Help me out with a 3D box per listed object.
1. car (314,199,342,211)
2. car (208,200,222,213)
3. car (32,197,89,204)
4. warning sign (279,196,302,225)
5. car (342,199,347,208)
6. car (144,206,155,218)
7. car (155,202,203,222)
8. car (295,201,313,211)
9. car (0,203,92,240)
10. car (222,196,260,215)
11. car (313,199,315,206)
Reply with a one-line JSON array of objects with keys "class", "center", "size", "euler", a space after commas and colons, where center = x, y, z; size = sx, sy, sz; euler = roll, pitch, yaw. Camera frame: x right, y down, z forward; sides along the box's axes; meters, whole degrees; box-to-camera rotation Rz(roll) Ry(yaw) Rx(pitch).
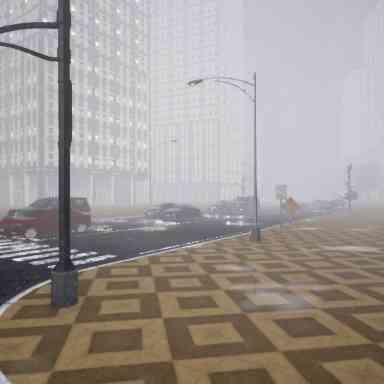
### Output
[{"class": "car", "center": [18.802, 1.852, 45.893], "size": [2.033, 1.411, 5.357], "euler": [0, 0, 31]}, {"class": "car", "center": [3.790, 1.767, 41.096], "size": [2.128, 1.511, 4.902], "euler": [0, -1, 34]}, {"class": "car", "center": [-9.261, 1.350, 21.993], "size": [2.150, 2.045, 5.566], "euler": [0, -1, 34]}, {"class": "warning sign", "center": [6.811, 1.251, 22.975], "size": [1.300, 1.860, 1.060], "euler": [0, 0, 34]}, {"class": "car", "center": [24.205, 1.839, 54.742], "size": [1.882, 1.535, 5.008], "euler": [0, 0, 31]}, {"class": "car", "center": [-2.520, 1.731, 31.838], "size": [1.812, 1.442, 4.674], "euler": [0, -1, 34]}, {"class": "car", "center": [-0.835, 1.744, 28.545], "size": [1.994, 1.385, 4.181], "euler": [0, -1, 34]}, {"class": "car", "center": [14.673, 1.905, 45.442], "size": [1.895, 1.301, 4.718], "euler": [0, 0, 33]}, {"class": "car", "center": [-7.810, 1.574, 18.111], "size": [1.882, 1.535, 5.008], "euler": [0, -1, 32]}, {"class": "car", "center": [6.055, 1.479, 38.645], "size": [2.150, 2.045, 5.566], "euler": [0, -1, 34]}, {"class": "car", "center": [21.481, 1.902, 56.518], "size": [1.812, 1.442, 4.674], "euler": [0, 0, 31]}]
